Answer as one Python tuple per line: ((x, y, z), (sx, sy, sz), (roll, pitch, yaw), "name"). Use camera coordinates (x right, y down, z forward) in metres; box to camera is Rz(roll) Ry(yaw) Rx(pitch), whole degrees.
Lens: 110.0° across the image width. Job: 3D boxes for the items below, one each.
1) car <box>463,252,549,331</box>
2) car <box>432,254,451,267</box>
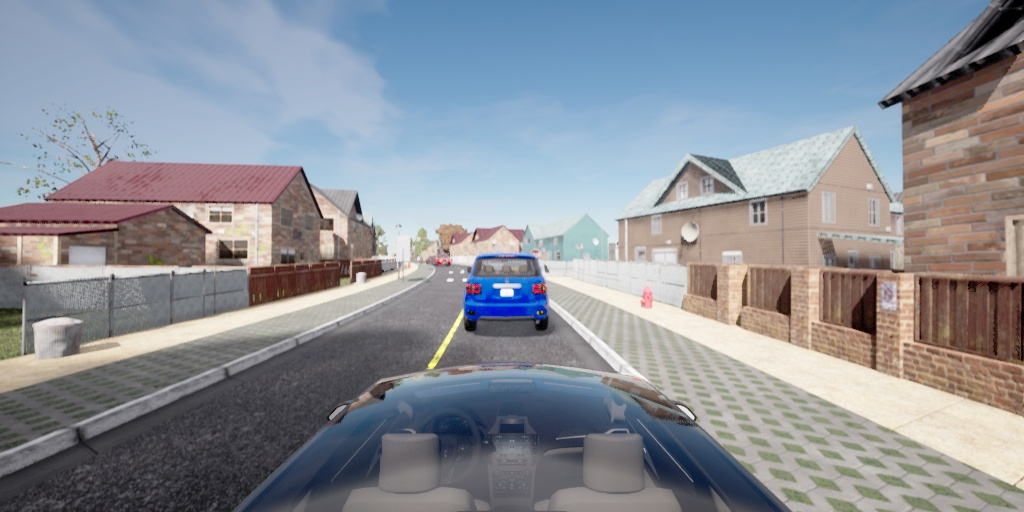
((-0.216, 0.916, 10.923), (2.150, 2.045, 5.566), (0, 0, -2), "car")
((-11.073, 0.630, 57.203), (2.150, 2.045, 5.566), (0, 0, -17), "car")
